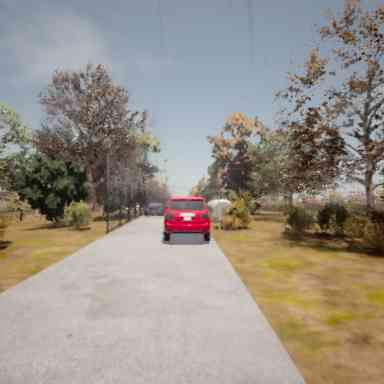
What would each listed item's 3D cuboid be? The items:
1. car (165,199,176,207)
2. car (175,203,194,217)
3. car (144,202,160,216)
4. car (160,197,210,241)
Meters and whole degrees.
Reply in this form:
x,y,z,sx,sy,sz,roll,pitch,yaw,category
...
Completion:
x,y,z,sx,sy,sz,roll,pitch,yaw,category
-4.823,2.537,75.065,2.097,1.767,4.553,0,-2,-1,car
-0.854,1.830,35.396,1.895,1.301,4.718,0,-1,-2,car
-3.775,1.776,34.455,1.994,1.385,4.181,0,-1,-2,car
-0.283,1.259,17.169,2.150,2.045,5.566,0,0,-2,car
